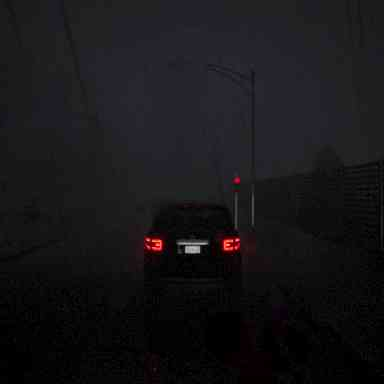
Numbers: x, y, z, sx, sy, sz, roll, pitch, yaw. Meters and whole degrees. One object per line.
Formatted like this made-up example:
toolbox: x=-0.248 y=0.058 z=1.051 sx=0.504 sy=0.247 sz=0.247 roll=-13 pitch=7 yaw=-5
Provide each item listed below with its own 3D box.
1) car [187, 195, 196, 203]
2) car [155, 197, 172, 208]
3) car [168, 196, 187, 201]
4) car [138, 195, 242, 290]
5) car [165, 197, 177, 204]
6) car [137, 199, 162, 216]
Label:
car: x=-0.083 y=1.478 z=72.612 sx=1.882 sy=1.535 sz=5.008 roll=0 pitch=0 yaw=0
car: x=-4.159 y=1.492 z=49.879 sx=2.128 sy=1.511 sz=4.902 roll=0 pitch=0 yaw=0
car: x=-3.815 y=1.595 z=87.275 sx=4.718 sy=1.301 sz=1.895 roll=0 pitch=0 yaw=40
car: x=0.032 y=1.221 z=9.199 sx=2.150 sy=2.045 sz=5.566 roll=0 pitch=0 yaw=0
car: x=-4.115 y=1.601 z=66.062 sx=1.895 sy=1.301 sz=4.718 roll=0 pitch=0 yaw=1
car: x=-4.141 y=1.506 z=32.937 sx=1.837 sy=1.490 sz=4.892 roll=0 pitch=0 yaw=0
